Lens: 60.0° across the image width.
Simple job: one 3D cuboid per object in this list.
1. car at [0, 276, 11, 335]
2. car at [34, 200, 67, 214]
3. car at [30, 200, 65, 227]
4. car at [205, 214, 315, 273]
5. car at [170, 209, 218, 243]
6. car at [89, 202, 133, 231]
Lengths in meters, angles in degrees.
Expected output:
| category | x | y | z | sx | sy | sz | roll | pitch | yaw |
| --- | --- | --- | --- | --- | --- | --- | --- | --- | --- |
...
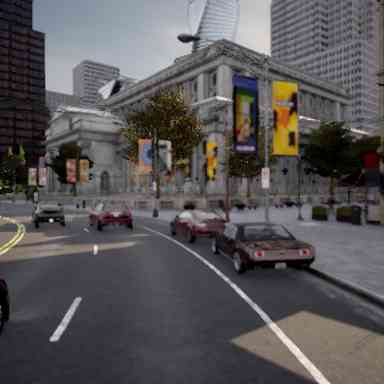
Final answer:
| category | x | y | z | sx | sy | sz | roll | pitch | yaw |
| --- | --- | --- | --- | --- | --- | --- | --- | --- | --- |
| car | -3.850 | 1.376 | 3.466 | 2.097 | 1.767 | 4.553 | 0 | 0 | -4 |
| car | -16.133 | 1.656 | 37.744 | 2.033 | 1.411 | 5.357 | 0 | 0 | -38 |
| car | -10.218 | 1.574 | 23.494 | 1.837 | 1.490 | 4.892 | 0 | 0 | -29 |
| car | 1.912 | 1.588 | 10.657 | 1.895 | 1.301 | 4.718 | 0 | 0 | -9 |
| car | 0.286 | 1.525 | 16.153 | 2.002 | 1.452 | 4.674 | 0 | 0 | -19 |
| car | -5.343 | 1.391 | 21.524 | 2.097 | 1.767 | 4.553 | 0 | 0 | -24 |
